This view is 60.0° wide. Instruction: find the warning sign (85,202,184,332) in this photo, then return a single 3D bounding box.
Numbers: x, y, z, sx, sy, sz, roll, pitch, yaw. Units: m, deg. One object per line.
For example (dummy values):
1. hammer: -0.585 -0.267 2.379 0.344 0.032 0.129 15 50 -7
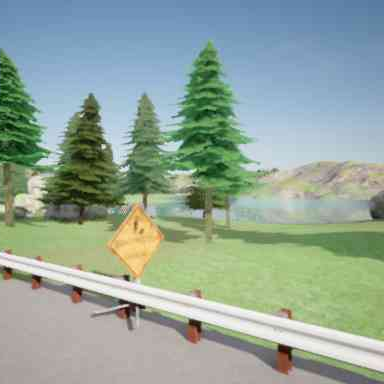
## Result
1. warning sign: -0.949 1.118 5.689 1.060 1.860 1.300 0 0 37
